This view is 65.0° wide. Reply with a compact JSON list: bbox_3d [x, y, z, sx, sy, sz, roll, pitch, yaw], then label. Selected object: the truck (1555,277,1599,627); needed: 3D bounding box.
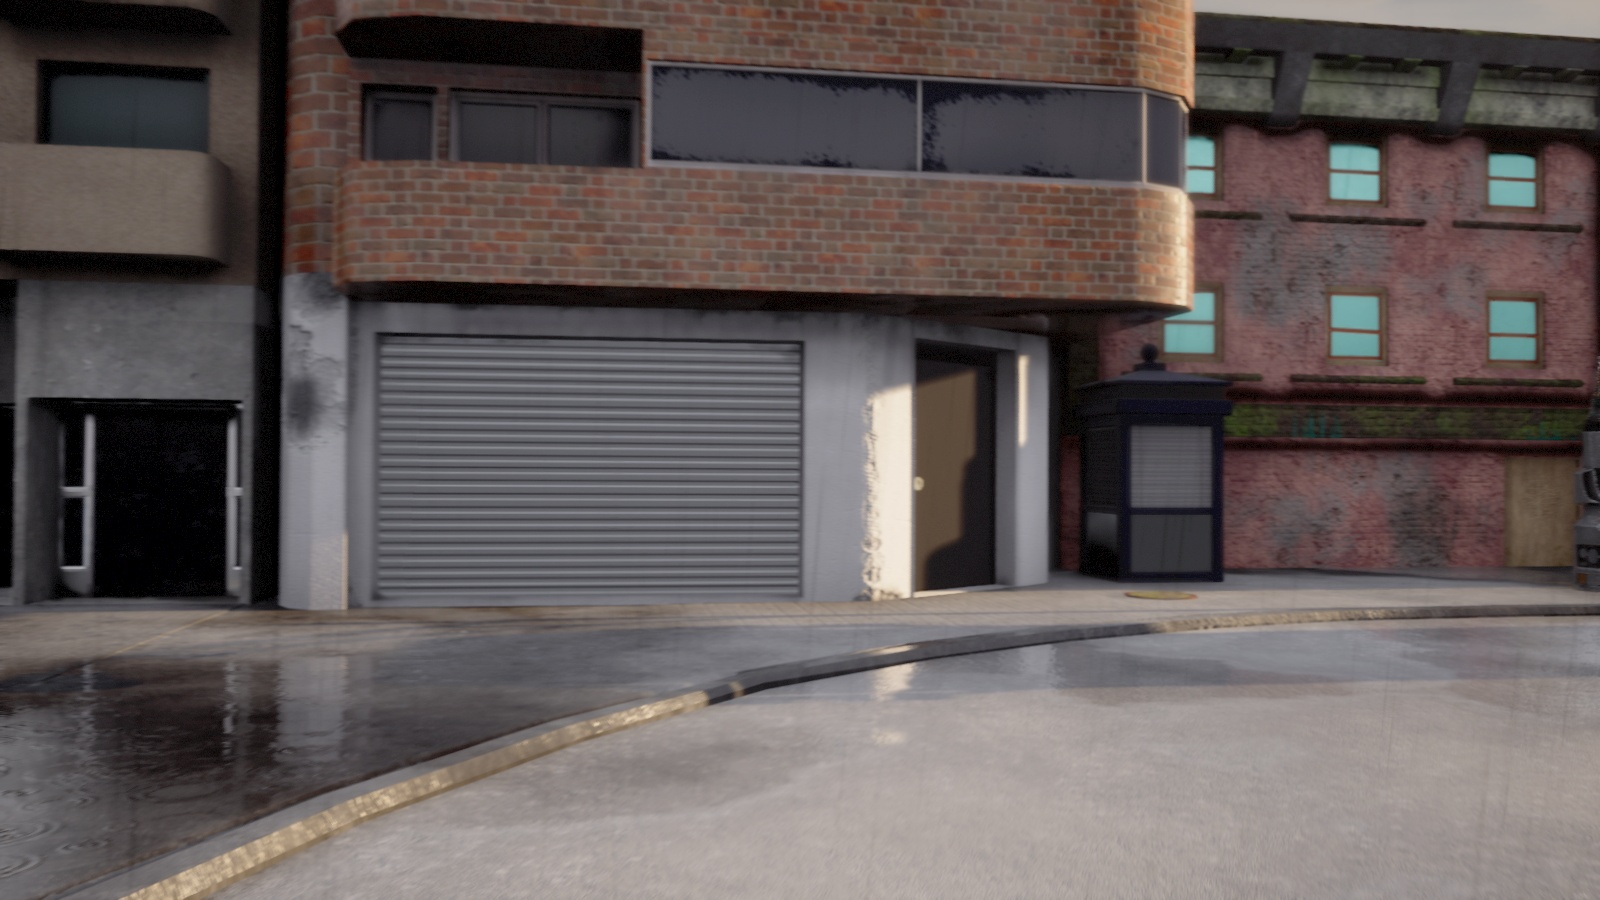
[{"bbox_3d":[11.984,0.006,12.224,7.936,3.462,2.891,0,-1,-9],"label":"truck"}]
